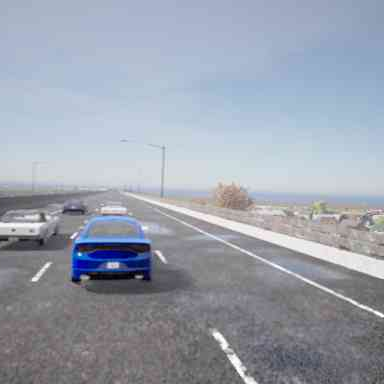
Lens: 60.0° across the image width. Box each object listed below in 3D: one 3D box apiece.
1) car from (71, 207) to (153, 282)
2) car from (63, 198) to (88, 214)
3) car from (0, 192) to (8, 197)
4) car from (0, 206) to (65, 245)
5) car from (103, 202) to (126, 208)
[{"bbox_3d":[-2.271,1.438,9.662,1.882,1.535,5.008,2,0,-13],"label":"car"},{"bbox_3d":[-10.919,1.298,31.384,1.994,1.385,4.181,2,0,-13],"label":"car"},{"bbox_3d":[-24.085,0.795,40.906,1.837,1.490,4.892,2,-1,-13],"label":"car"},{"bbox_3d":[-6.910,1.410,14.148,1.895,1.301,4.718,2,0,-13],"label":"car"},{"bbox_3d":[-6.448,1.484,27.599,1.895,1.301,4.718,2,0,-13],"label":"car"}]
